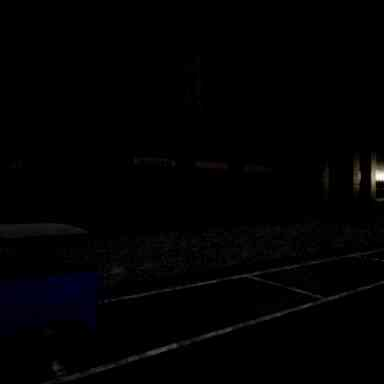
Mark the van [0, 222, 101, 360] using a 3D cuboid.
[{"bbox_3d":[-3.237,1.339,4.343,3.998,1.788,1.690,1,-1,-35],"label":"van"}]
